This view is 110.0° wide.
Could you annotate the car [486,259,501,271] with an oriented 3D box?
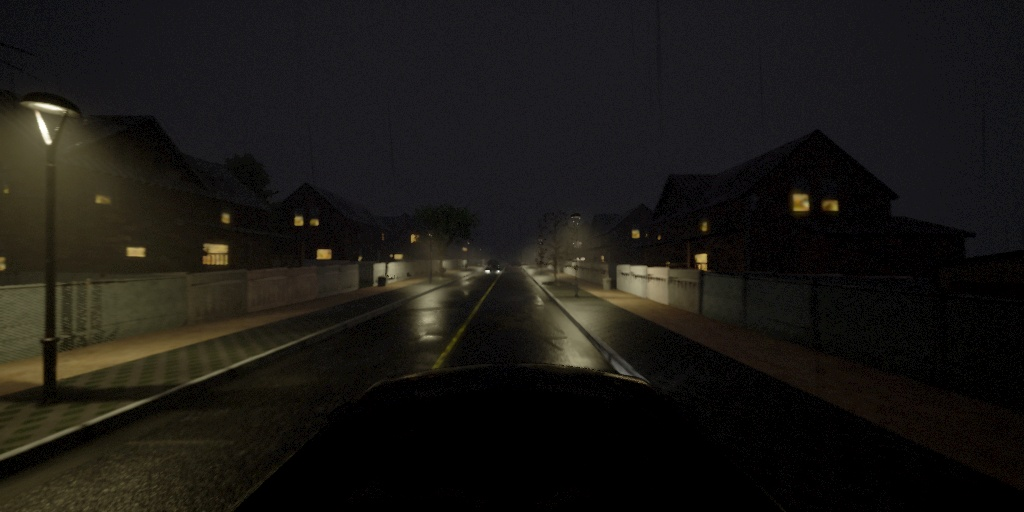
[{"bbox_3d":[-2.828,1.308,54.973,2.097,1.767,4.553,0,0,0],"label":"car"}]
